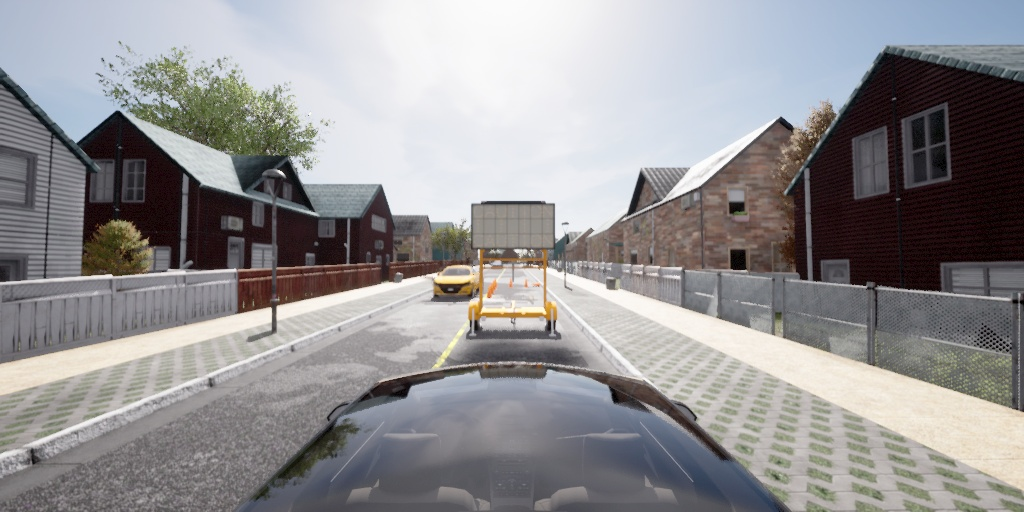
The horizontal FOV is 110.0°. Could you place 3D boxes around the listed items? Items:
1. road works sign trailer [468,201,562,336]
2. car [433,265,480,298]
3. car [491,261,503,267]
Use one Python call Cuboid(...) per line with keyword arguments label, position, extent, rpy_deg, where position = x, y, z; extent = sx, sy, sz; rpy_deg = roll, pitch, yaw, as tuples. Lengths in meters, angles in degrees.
Cuboid(label="road works sign trailer", position=(0.034, 0.219, 10.369), extent=(2.380, 3.560, 2.880), rpy_deg=(0, 0, 1))
Cuboid(label="car", position=(-2.778, 1.249, 18.752), extent=(1.882, 1.535, 5.008), rpy_deg=(0, 0, 0))
Cuboid(label="car", position=(-2.566, 1.563, 61.863), extent=(2.033, 1.411, 5.357), rpy_deg=(0, 0, 1))
